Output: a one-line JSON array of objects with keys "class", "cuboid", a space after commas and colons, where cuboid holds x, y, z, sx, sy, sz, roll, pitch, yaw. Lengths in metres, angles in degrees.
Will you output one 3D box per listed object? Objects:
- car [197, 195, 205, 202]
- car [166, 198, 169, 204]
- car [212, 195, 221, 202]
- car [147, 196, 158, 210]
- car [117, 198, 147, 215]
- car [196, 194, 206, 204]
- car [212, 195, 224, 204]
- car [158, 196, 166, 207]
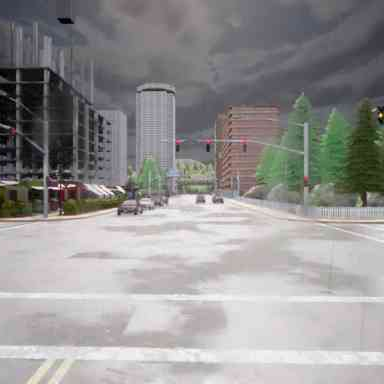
[{"class": "car", "cuboid": [1.960, 1.326, 74.667, 1.837, 1.490, 4.892, 0, 0, 1]}, {"class": "car", "cuboid": [-5.429, 1.564, 61.690, 1.994, 1.385, 4.181, 0, 0, 2]}, {"class": "car", "cuboid": [5.460, 1.421, 74.610, 1.895, 1.301, 4.718, 0, 0, 1]}, {"class": "car", "cuboid": [-5.927, 1.526, 42.762, 1.812, 1.442, 4.674, 0, 0, 1]}, {"class": "car", "cuboid": [-6.170, 1.526, 33.672, 1.812, 1.442, 4.674, 0, 0, 2]}, {"class": "car", "cuboid": [1.734, 1.601, 65.482, 1.895, 1.301, 4.718, 0, 0, 1]}, {"class": "car", "cuboid": [5.241, 1.525, 65.714, 1.812, 1.442, 4.674, 0, 0, 1]}, {"class": "car", "cuboid": [-5.698, 1.352, 51.767, 2.097, 1.767, 4.553, 0, 0, 1]}]
